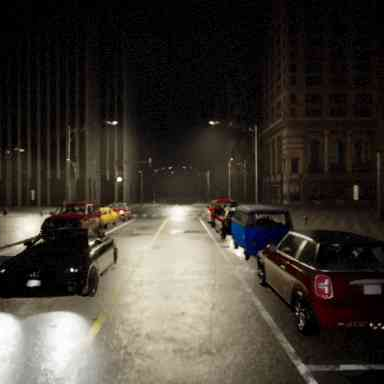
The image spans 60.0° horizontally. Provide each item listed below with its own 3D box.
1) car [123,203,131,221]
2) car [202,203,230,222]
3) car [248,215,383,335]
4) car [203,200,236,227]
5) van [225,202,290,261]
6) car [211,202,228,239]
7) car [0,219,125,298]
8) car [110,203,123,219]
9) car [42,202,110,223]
[{"bbox_3d":[-6.502,1.684,29.011,1.967,1.590,4.097,-1,0,-2],"label":"car"},{"bbox_3d":[2.021,1.751,29.235,2.008,1.369,4.403,-1,0,-2],"label":"car"},{"bbox_3d":[2.607,1.476,6.837,1.967,1.590,4.097,-1,0,-2],"label":"car"},{"bbox_3d":[2.166,1.474,23.637,2.192,1.841,5.009,-1,0,-2],"label":"car"},{"bbox_3d":[2.460,1.418,12.438,1.690,1.788,3.998,-1,0,-2],"label":"van"},{"bbox_3d":[2.314,1.558,18.036,1.967,1.590,4.097,-1,0,-2],"label":"car"},{"bbox_3d":[-3.196,1.643,8.614,1.994,1.385,4.181,0,0,-1],"label":"car"},{"bbox_3d":[-6.350,1.727,23.241,1.752,1.417,4.829,-1,0,-2],"label":"car"},{"bbox_3d":[-6.210,1.476,17.812,2.192,1.841,5.009,-1,0,-2],"label":"car"}]
